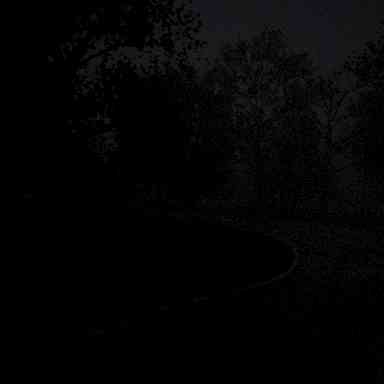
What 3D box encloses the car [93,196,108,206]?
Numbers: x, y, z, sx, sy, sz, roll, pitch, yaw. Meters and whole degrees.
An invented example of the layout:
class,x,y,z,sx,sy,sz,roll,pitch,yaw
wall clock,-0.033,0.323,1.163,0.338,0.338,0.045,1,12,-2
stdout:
class,x,y,z,sx,sy,sz,roll,pitch,yaw
car,-11.922,0.870,37.878,5.008,1.535,1.882,1,-1,13
